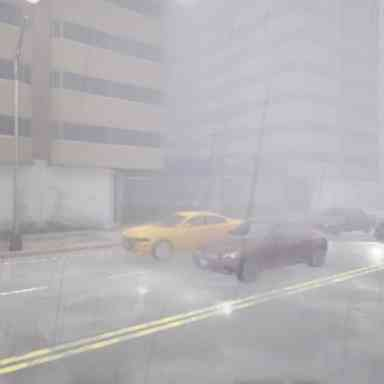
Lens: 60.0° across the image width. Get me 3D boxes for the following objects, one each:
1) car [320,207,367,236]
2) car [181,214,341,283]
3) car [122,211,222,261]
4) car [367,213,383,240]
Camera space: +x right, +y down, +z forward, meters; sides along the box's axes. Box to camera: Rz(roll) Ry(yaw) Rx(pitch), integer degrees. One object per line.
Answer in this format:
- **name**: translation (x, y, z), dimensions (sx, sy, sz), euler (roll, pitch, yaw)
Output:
- **car**: translation (8.274, 1.573, 18.474), dimensions (5.357, 1.411, 2.033), euler (0, 0, -36)
- **car**: translation (2.181, 1.537, 9.841), dimensions (4.674, 1.442, 1.812), euler (0, 0, -36)
- **car**: translation (-0.146, 1.488, 12.485), dimensions (5.008, 1.535, 1.882), euler (0, 0, -36)
- **car**: translation (10.452, 1.589, 15.728), dimensions (4.181, 1.385, 1.994), euler (0, 0, -35)
